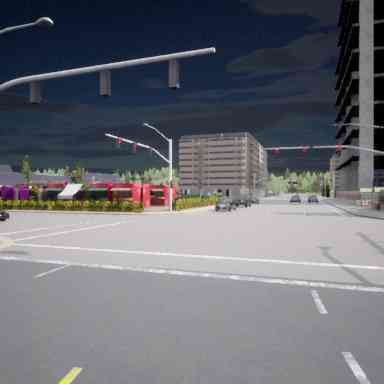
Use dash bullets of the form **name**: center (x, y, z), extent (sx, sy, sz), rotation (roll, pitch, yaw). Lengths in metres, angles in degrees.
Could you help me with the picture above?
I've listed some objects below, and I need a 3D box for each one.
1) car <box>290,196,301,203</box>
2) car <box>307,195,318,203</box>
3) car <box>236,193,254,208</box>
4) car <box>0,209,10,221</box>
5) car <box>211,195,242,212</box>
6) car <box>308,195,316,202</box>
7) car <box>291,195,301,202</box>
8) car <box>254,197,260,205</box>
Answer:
- **car**: center (21.519, 1.555, 69.236), extent (1.994, 1.385, 4.181), rotation (0, 0, 19)
- **car**: center (24.729, 1.541, 67.801), extent (2.033, 1.411, 5.357), rotation (0, 0, 19)
- **car**: center (7.485, 1.221, 49.780), extent (2.150, 2.045, 5.566), rotation (0, 0, 18)
- **car**: center (-16.477, 1.619, 26.074), extent (4.181, 1.385, 1.994), rotation (0, 0, 19)
- **car**: center (4.116, 1.491, 39.756), extent (2.128, 1.511, 4.902), rotation (0, 0, 19)
- **car**: center (28.018, 1.524, 77.657), extent (1.812, 1.442, 4.674), rotation (0, 0, 19)
- **car**: center (24.596, 1.540, 78.461), extent (2.033, 1.411, 5.357), rotation (0, 0, 19)
- **car**: center (11.057, 1.564, 60.311), extent (1.994, 1.385, 4.181), rotation (0, 0, 19)
